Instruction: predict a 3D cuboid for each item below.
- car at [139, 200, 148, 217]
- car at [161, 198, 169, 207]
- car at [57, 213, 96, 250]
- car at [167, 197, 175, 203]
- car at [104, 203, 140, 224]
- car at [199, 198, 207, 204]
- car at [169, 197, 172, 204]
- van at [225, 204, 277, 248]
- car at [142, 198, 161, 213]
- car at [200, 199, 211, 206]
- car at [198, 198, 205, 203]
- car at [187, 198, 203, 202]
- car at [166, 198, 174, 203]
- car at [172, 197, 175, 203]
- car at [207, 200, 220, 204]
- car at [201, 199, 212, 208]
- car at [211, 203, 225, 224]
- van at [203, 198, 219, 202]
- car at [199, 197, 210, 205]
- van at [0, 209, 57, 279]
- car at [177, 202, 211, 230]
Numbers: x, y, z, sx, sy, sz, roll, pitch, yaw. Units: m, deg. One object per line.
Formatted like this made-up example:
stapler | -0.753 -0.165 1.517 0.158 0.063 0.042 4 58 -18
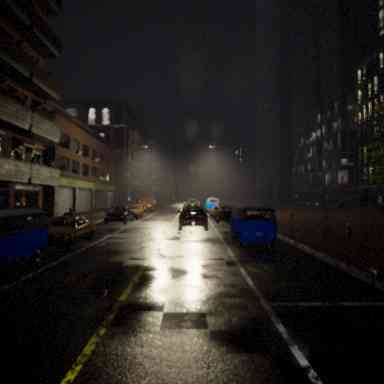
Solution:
car | -5.706 1.773 31.772 1.752 1.417 4.829 1 0 0
car | -5.731 2.013 59.789 1.887 1.381 4.507 1 0 0
car | -5.691 1.644 15.064 1.752 1.417 4.829 1 0 0
car | -5.759 2.176 93.208 1.967 1.590 4.097 1 0 0
car | -5.701 1.756 26.371 2.008 1.369 4.403 1 0 0
car | 2.630 2.190 82.074 1.887 1.381 4.507 1 0 0
car | -5.741 2.139 70.928 1.802 1.307 4.206 1 0 0
van | 2.692 1.459 15.242 1.690 1.788 3.998 1 0 0
car | -5.713 1.651 43.083 2.192 1.841 5.009 1 0 0
car | 2.644 2.056 65.365 1.887 1.381 4.507 1 0 0
car | 2.620 2.286 93.213 2.008 1.369 4.403 1 0 0
car | 0.064 1.690 43.439 2.097 1.767 4.553 0 0 0
car | -5.756 2.257 87.637 1.947 1.339 4.313 1 0 0
car | -5.751 2.191 82.068 1.887 1.381 4.507 1 0 0
car | 2.674 1.774 32.117 1.752 1.417 4.829 1 0 0
car | 2.649 1.994 59.965 1.752 1.417 4.829 1 0 0
car | 2.678 1.786 26.378 1.802 1.307 4.206 1 0 0
van | 2.667 1.676 43.089 1.690 1.788 3.998 1 0 0
car | 2.641 1.996 70.936 1.967 1.590 4.097 1 0 0
van | -5.684 1.418 9.666 1.690 1.788 3.998 1 0 0
car | 0.080 1.678 22.507 1.837 1.490 4.892 0 -1 0
